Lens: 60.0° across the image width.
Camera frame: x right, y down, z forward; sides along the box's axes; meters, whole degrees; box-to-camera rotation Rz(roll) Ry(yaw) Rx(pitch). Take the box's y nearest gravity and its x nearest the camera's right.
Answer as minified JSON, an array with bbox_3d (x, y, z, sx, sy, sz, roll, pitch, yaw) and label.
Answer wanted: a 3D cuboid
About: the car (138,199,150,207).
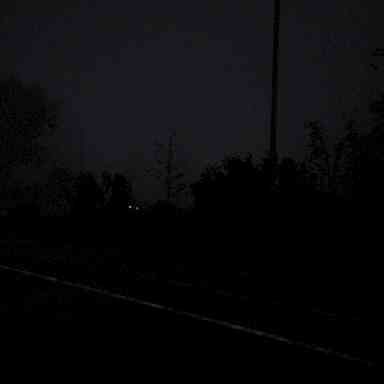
[{"bbox_3d":[-9.644,2.093,61.660,2.033,1.411,5.357,2,-2,20],"label":"car"}]
